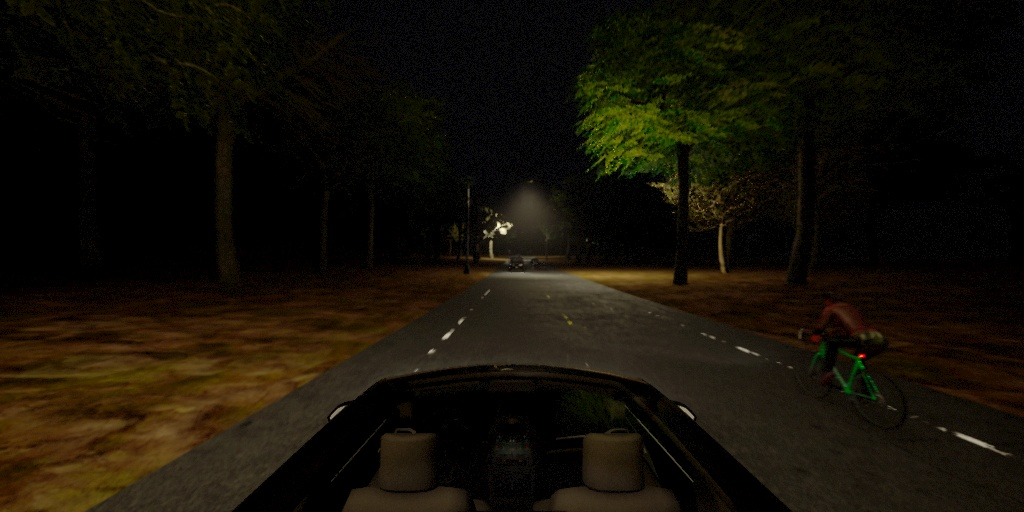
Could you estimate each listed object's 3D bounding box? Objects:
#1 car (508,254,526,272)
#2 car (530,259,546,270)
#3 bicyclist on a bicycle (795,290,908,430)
[{"bbox_3d":[0.674,1.130,50.181,2.150,2.045,5.566,1,0,1],"label":"car"},{"bbox_3d":[4.471,1.403,57.992,2.128,1.511,4.902,1,0,1],"label":"car"},{"bbox_3d":[4.476,1.301,4.871,0.582,1.620,1.656,1,-1,1],"label":"bicyclist on a bicycle"}]
